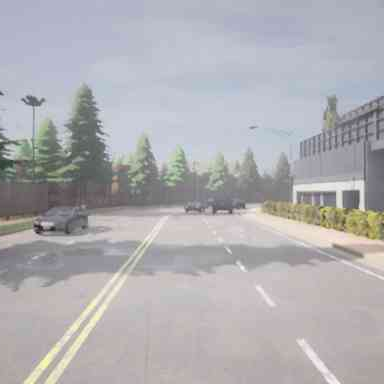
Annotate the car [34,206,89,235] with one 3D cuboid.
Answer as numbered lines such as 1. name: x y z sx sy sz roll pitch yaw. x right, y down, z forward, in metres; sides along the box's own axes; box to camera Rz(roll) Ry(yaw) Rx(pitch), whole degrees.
1. car: -7.509 1.595 19.550 2.128 1.511 4.902 0 0 -1

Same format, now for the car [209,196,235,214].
1. car: 3.538 1.415 37.912 2.150 2.045 5.566 0 0 8

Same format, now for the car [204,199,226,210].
1. car: 3.518 1.759 49.818 1.837 1.490 4.892 0 0 24

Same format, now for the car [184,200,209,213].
1. car: 0.439 1.806 40.135 1.895 1.301 4.718 0 0 10

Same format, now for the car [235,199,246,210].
1. car: 6.336 1.735 47.899 2.128 1.511 4.902 0 0 25
